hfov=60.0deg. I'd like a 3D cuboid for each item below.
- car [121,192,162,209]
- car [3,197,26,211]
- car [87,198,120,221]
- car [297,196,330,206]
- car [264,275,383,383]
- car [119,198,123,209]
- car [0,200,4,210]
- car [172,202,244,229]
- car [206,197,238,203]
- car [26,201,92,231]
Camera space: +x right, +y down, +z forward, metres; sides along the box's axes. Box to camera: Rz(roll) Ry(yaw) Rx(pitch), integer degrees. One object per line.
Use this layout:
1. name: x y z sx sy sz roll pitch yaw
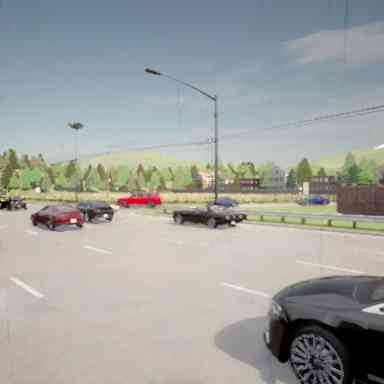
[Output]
1. car: -6.510 0.997 40.924 5.566 2.045 2.150 0 0 2
2. car: -20.595 1.313 38.328 2.128 1.511 4.902 0 0 -43
3. car: -7.588 1.377 24.564 1.837 1.490 4.892 0 0 -43
4. car: 16.783 1.220 46.012 4.674 1.442 1.812 0 0 -18
5. car: 3.012 1.465 3.153 2.128 1.511 4.902 0 0 -43
6. car: -8.741 1.439 30.882 1.895 1.301 4.718 0 0 -43
7. car: -13.614 1.385 20.750 1.882 1.535 5.008 0 0 -43
8. car: 0.844 1.477 20.738 1.895 1.301 4.718 0 0 -43
9. car: 3.697 1.311 42.033 4.181 1.385 1.994 0 0 -14
10. car: -8.132 1.426 20.044 1.812 1.442 4.674 0 0 -43
